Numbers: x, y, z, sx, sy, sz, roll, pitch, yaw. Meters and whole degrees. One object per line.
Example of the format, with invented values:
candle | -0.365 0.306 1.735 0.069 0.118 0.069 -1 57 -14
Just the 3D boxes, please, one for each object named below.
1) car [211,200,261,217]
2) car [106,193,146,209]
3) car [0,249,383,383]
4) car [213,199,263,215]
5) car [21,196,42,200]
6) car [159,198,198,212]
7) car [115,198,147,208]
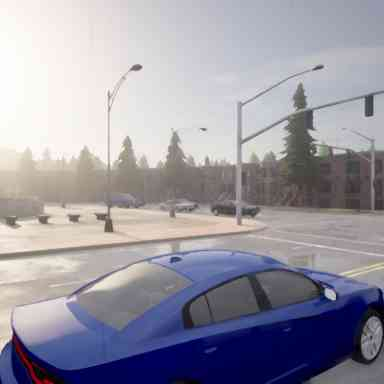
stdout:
car | 3.792 1.477 30.596 1.882 1.535 5.008 0 0 -36
car | -9.458 1.221 45.623 5.566 2.045 2.150 0 0 36
car | 0.495 1.478 4.151 5.008 1.535 1.882 0 0 -35
car | 4.752 1.546 35.243 2.033 1.411 5.357 0 0 -36
car | -29.903 1.504 60.676 4.892 1.490 1.837 0 0 5
car | -1.811 1.600 38.072 1.895 1.301 4.718 0 0 -39
car | -9.090 1.600 49.620 4.718 1.301 1.895 0 0 34
